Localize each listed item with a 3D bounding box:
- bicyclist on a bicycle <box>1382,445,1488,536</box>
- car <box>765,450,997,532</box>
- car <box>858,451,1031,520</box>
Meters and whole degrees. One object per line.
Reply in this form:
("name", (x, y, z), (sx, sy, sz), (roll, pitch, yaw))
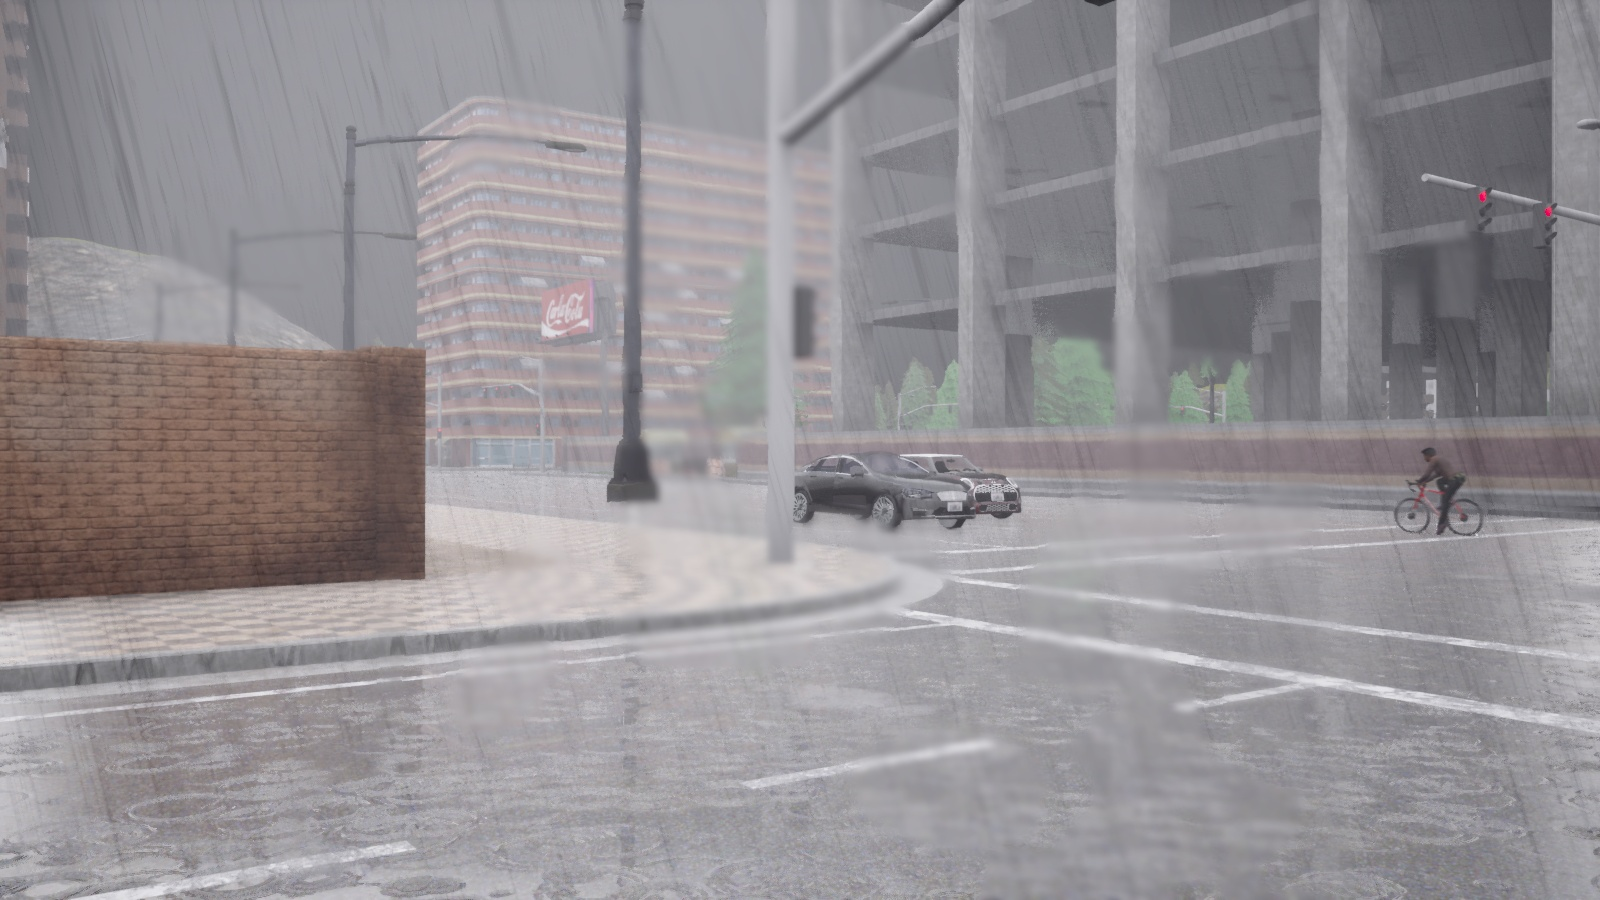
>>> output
("bicyclist on a bicycle", (11.717, 0.730, 23.218), (0.582, 1.620, 1.656), (0, 0, -35))
("car", (1.523, 0.760, 25.587), (2.128, 1.511, 4.902), (0, 0, -34))
("car", (3.293, 0.775, 29.197), (1.970, 1.475, 3.806), (0, 0, -34))
